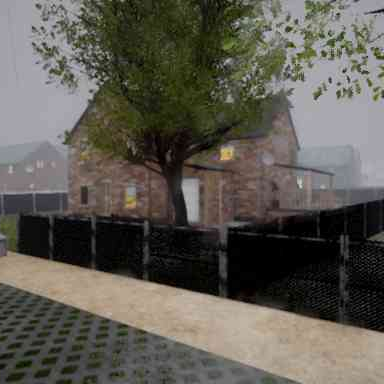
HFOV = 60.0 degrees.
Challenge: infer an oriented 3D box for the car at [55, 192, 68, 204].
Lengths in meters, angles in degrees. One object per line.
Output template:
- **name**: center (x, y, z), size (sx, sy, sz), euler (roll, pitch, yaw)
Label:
- **car**: center (-14.473, 0.734, 36.074), size (1.882, 1.535, 5.008), euler (0, 2, 33)
